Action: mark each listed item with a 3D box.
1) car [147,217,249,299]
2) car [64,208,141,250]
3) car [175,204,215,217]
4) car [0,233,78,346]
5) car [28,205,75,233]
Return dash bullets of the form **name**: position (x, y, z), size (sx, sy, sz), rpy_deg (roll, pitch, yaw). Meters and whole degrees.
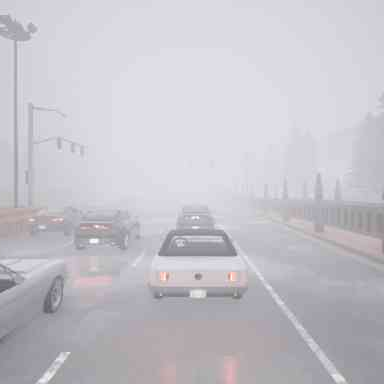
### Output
- **car**: position (0.129, 1.551, 8.276), size (1.895, 1.301, 4.718), rpy_deg (0, 0, 0)
- **car**: position (-3.341, 1.415, 13.813), size (1.837, 1.490, 4.892), rpy_deg (0, 0, 0)
- **car**: position (0.182, 1.388, 17.536), size (1.837, 1.490, 4.892), rpy_deg (0, 0, 0)
- **car**: position (-3.386, 1.577, 4.586), size (1.895, 1.301, 4.718), rpy_deg (0, 0, 0)
- **car**: position (-6.847, 1.410, 17.441), size (1.812, 1.442, 4.674), rpy_deg (0, 0, -1)
